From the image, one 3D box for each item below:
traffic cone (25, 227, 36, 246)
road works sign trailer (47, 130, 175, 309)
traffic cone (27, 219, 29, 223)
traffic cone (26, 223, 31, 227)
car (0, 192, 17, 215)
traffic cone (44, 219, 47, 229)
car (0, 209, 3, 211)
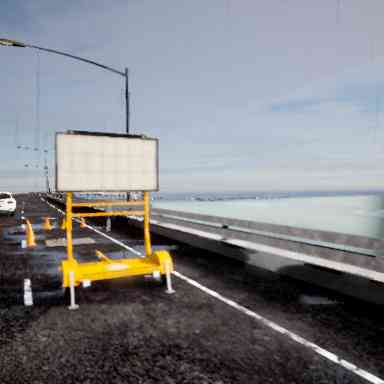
[{"bbox_3d":[-6.546,1.857,13.536,0.340,0.580,0.340,-1,1,-27],"label":"traffic cone"},{"bbox_3d":[-2.014,0.393,7.989,2.380,3.560,2.880,-1,1,-27],"label":"road works sign trailer"},{"bbox_3d":[-8.385,1.833,17.088,0.340,0.580,0.340,-1,1,-27],"label":"traffic cone"},{"bbox_3d":[-7.465,1.845,15.312,0.340,0.580,0.340,-1,1,-27],"label":"traffic cone"},{"bbox_3d":[-17.144,1.025,30.020,2.150,2.045,5.566,-1,1,-27],"label":"car"},{"bbox_3d":[-8.416,1.811,19.323,0.340,0.580,0.340,-1,1,-27],"label":"traffic cone"},{"bbox_3d":[-4.896,1.317,6.203,2.097,1.767,4.553,-1,1,-27],"label":"car"}]
